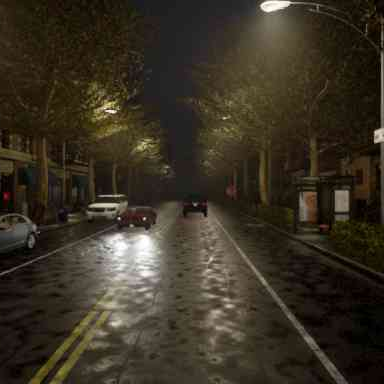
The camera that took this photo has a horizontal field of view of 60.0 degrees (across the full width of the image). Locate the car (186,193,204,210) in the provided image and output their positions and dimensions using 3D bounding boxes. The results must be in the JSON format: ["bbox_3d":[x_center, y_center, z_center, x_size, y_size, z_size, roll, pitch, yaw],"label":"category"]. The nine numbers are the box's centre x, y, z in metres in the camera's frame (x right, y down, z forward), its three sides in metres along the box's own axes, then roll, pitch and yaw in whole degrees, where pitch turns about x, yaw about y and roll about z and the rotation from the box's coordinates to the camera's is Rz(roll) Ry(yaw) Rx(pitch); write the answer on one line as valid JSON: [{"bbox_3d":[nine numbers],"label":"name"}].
[{"bbox_3d":[0.387,1.221,43.437,2.150,2.045,5.566,0,0,0],"label":"car"}]

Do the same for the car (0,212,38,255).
[{"bbox_3d":[-7.063,1.481,11.372,2.231,1.521,4.892,0,0,0],"label":"car"}]

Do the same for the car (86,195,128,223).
[{"bbox_3d":[-6.381,1.228,25.734,2.435,2.045,5.566,0,0,0],"label":"car"}]

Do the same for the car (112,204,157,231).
[{"bbox_3d":[-3.379,1.601,20.974,1.895,1.301,4.718,0,0,1],"label":"car"}]

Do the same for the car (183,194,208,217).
[{"bbox_3d":[0.316,1.223,31.873,2.150,2.045,5.566,0,0,0],"label":"car"}]
